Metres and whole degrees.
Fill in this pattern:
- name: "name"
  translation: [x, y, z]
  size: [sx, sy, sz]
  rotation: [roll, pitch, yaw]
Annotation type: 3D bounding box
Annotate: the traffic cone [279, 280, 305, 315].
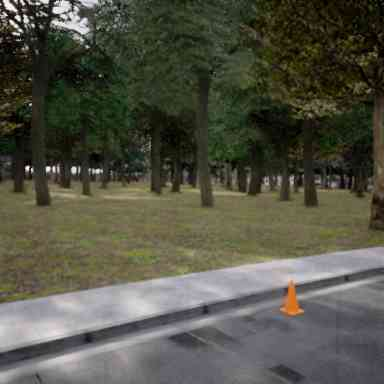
- name: "traffic cone"
  translation: [1.891, 1.958, 6.291]
  size: [0.340, 0.580, 0.340]
  rotation: [0, 0, -32]
